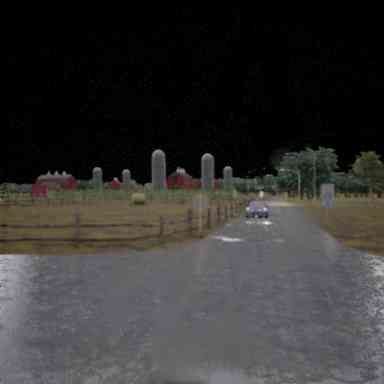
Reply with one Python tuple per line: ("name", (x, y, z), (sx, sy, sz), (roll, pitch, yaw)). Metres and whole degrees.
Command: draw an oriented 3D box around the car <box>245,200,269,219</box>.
("car", (6.372, 1.621, 32.313), (2.097, 1.767, 4.553), (0, -1, 14))
